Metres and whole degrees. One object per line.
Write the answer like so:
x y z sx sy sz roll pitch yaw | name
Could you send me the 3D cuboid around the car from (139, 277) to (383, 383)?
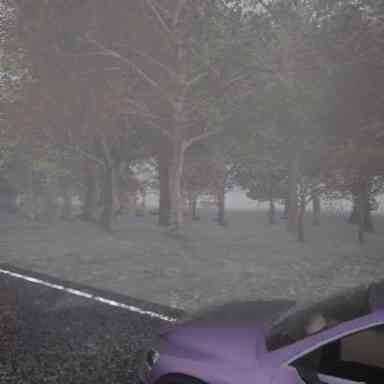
1.778 1.397 2.310 4.856 1.649 2.033 -1 -2 35 | car
